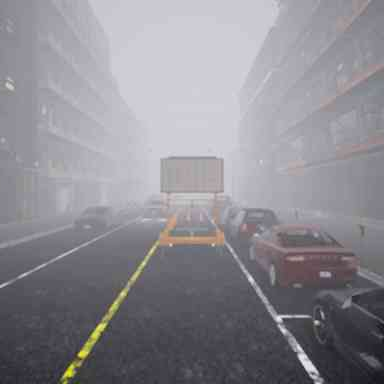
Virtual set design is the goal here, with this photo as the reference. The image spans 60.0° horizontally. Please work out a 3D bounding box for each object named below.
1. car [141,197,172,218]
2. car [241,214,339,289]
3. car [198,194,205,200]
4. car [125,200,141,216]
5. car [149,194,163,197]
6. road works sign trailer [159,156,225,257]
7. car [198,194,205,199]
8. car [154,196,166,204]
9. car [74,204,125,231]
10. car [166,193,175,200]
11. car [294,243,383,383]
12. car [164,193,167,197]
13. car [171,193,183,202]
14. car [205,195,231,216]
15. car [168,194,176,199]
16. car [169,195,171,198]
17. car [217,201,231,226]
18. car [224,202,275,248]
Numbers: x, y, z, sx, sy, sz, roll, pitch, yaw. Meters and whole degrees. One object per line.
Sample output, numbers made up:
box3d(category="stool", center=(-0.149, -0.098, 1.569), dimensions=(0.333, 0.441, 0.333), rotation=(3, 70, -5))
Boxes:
box3d(category="car", center=(-3.092, 1.451, 29.511), dimensions=(1.812, 1.442, 4.674), rotation=(0, 0, 0))
box3d(category="car", center=(2.694, 1.523, 8.947), dimensions=(1.887, 1.381, 4.507), rotation=(0, 0, 0))
box3d(category="car", center=(2.709, 1.302, 82.390), dimensions=(1.752, 1.417, 4.829), rotation=(0, 0, 0))
box3d(category="car", center=(-5.683, 1.446, 31.328), dimensions=(1.752, 1.417, 4.829), rotation=(0, 0, 0))
box3d(category="car", center=(-5.679, 1.314, 48.408), dimensions=(1.967, 1.590, 4.097), rotation=(0, 0, 0))
box3d(category="road works sign trailer", center=(0.002, 0.433, 12.714), dimensions=(2.380, 3.560, 2.880), rotation=(0, 0, 0))
box3d(category="car", center=(2.711, 1.288, 93.493), dimensions=(1.887, 1.381, 4.507), rotation=(0, 0, 0))
box3d(category="car", center=(-5.677, 1.424, 59.681), dimensions=(1.802, 1.307, 4.206), rotation=(0, 0, 0))
box3d(category="car", center=(-5.685, 1.516, 20.225), dimensions=(1.947, 1.339, 4.313), rotation=(0, 0, 0))
box3d(category="car", center=(-5.670, 1.200, 87.861), dimensions=(1.967, 1.590, 4.097), rotation=(0, 0, 0))
box3d(category="car", center=(2.692, 1.558, 3.311), dimensions=(1.947, 1.339, 4.313), rotation=(0, 0, 0))
box3d(category="car", center=(-5.677, 1.173, 54.044), dimensions=(2.192, 1.841, 5.009), rotation=(0, 0, 0))
box3d(category="car", center=(-2.986, 1.316, 70.744), dimensions=(1.812, 1.442, 4.674), rotation=(0, 0, 0))
box3d(category="car", center=(2.699, 1.236, 31.492), dimensions=(2.192, 1.841, 5.009), rotation=(0, 0, 0))
box3d(category="car", center=(-5.669, 1.288, 93.499), dimensions=(1.887, 1.381, 4.507), rotation=(0, 0, 0))
box3d(category="car", center=(-5.671, 1.092, 82.226), dimensions=(2.192, 1.841, 5.009), rotation=(0, 0, 0))
box3d(category="car", center=(2.696, 1.501, 20.220), dimensions=(2.008, 1.369, 4.403), rotation=(0, 0, 0))
box3d(category="car", center=(2.695, 1.405, 14.584), dimensions=(1.967, 1.590, 4.097), rotation=(0, 0, 0))
